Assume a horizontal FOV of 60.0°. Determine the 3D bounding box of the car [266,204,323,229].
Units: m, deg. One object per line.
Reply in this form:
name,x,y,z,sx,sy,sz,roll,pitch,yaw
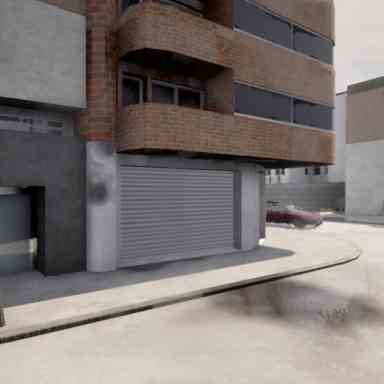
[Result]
car,6.208,1.522,21.831,1.812,1.442,4.674,0,0,-38
